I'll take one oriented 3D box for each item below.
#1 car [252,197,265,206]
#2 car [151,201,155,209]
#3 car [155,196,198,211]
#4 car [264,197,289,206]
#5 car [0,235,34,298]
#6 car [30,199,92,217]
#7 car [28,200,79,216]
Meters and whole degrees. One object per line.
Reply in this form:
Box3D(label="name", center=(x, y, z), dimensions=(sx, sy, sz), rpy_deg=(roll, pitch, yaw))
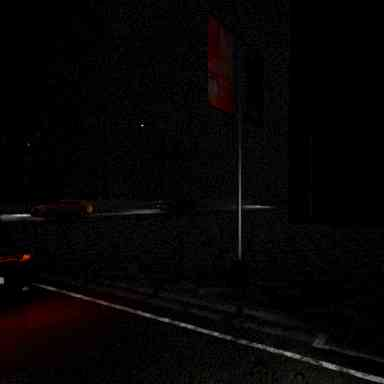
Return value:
Box3D(label="car", center=(12.093, 1.491, 55.744), dimensions=(4.674, 1.442, 1.812), rpy_deg=(0, 0, -41))
Box3D(label="car", center=(-3.042, 1.287, 42.439), dimensions=(4.553, 1.767, 2.097), rpy_deg=(0, 0, -42))
Box3D(label="car", center=(-1.419, 1.436, 39.536), dimensions=(4.902, 1.511, 2.128), rpy_deg=(-1, 1, -42))
Box3D(label="car", center=(14.181, 1.574, 53.252), dimensions=(4.718, 1.301, 1.895), rpy_deg=(0, 0, -41))
Box3D(label="car", center=(-5.609, 1.476, 7.399), dimensions=(5.008, 1.535, 1.882), rpy_deg=(0, 0, 33))
Box3D(label="car", center=(-11.708, 1.418, 30.406), dimensions=(5.008, 1.535, 1.882), rpy_deg=(0, 0, -43))
Box3D(label="car", center=(-13.700, 1.490, 32.990), dimensions=(4.181, 1.385, 1.994), rpy_deg=(0, 0, -42))
